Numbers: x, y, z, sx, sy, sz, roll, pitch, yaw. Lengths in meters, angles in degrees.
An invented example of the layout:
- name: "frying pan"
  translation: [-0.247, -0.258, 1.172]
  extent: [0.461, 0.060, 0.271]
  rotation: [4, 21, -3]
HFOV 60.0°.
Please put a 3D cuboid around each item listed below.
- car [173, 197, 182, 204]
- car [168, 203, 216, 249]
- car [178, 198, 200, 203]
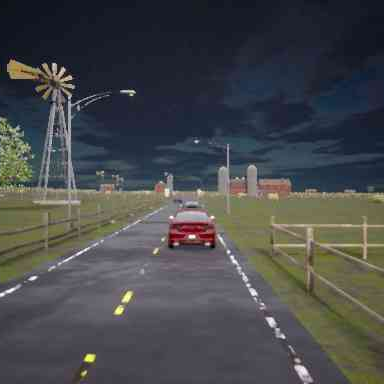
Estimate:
- name: "car"
  translation: [-2.750, 1.660, 65.623]
  extent: [1.895, 1.301, 4.718]
  rotation: [0, 0, 0]
- name: "car"
  translation: [0.000, 1.486, 14.650]
  extent: [1.882, 1.535, 5.008]
  rotation: [0, 0, 0]
- name: "car"
  translation: [0.000, 1.520, 29.651]
  extent: [1.837, 1.490, 4.892]
  rotation: [0, 0, 0]
